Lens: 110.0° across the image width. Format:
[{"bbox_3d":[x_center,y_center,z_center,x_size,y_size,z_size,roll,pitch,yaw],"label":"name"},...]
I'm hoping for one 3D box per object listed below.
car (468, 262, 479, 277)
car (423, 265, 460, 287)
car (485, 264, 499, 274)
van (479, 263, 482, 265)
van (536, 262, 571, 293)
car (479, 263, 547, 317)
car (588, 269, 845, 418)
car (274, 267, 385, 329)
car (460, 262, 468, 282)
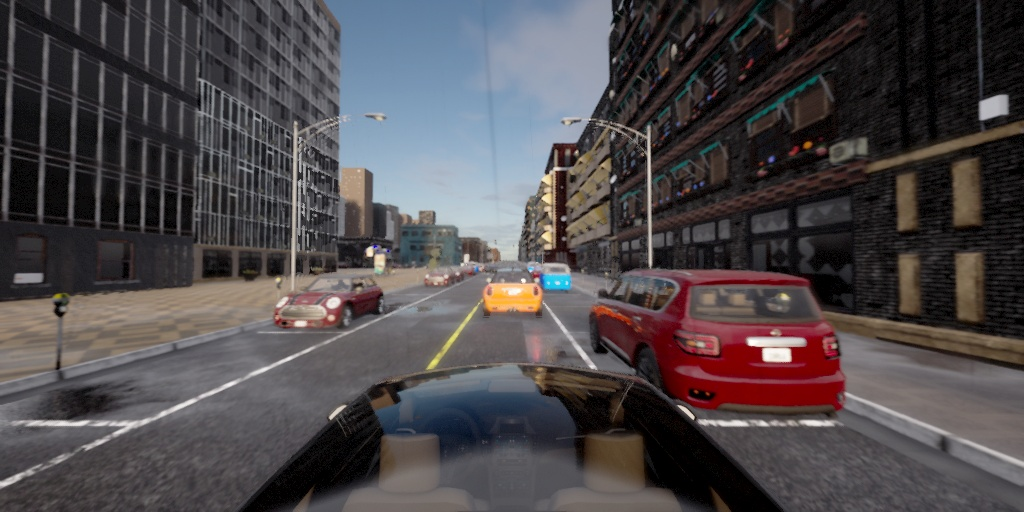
[{"bbox_3d":[-5.660,1.877,45.521,1.888,1.381,4.507,0,0,0],"label":"car"},{"bbox_3d":[-5.665,1.553,28.585,1.967,1.591,4.097,0,0,0],"label":"car"},{"bbox_3d":[-3.075,2.029,56.210,1.994,1.385,4.181,0,-1,0],"label":"car"},{"bbox_3d":[-5.661,1.744,51.167,1.690,1.789,3.998,0,0,0],"label":"van"},{"bbox_3d":[2.690,1.380,22.971,1.690,1.789,3.998,0,0,0],"label":"van"},{"bbox_3d":[0.044,1.271,14.102,2.097,1.767,4.553,0,-1,0],"label":"car"},{"bbox_3d":[2.691,1.124,6.033,2.192,1.841,5.009,0,0,0],"label":"car"},{"bbox_3d":[-5.694,1.326,11.648,1.967,1.591,4.097,0,0,0],"label":"car"},{"bbox_3d":[-5.659,1.627,34.231,1.967,1.591,4.097,0,0,0],"label":"car"}]
